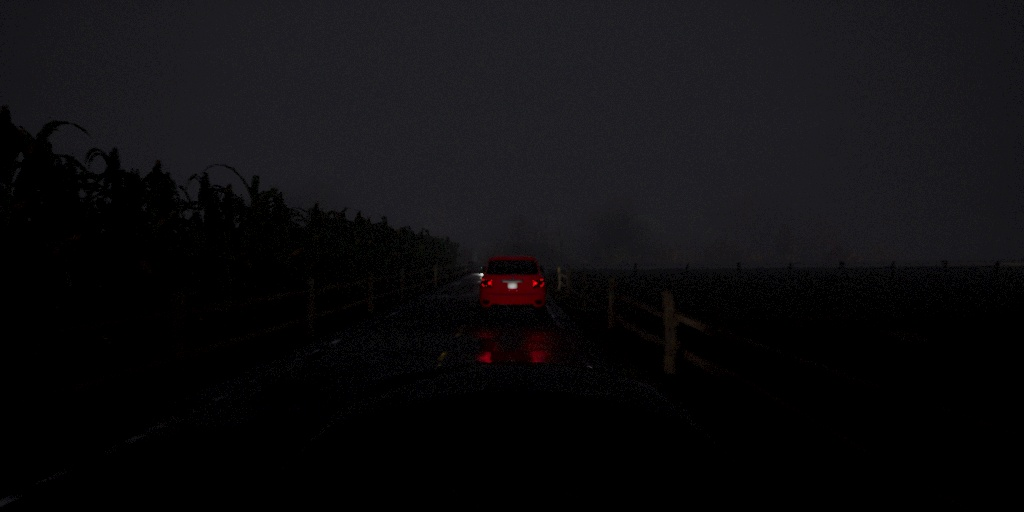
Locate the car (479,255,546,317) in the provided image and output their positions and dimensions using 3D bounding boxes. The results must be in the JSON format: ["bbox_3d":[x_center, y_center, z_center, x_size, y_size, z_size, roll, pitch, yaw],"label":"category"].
[{"bbox_3d":[0.038,0.983,13.446,2.150,2.045,5.566,0,0,0],"label":"car"}]

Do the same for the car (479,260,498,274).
[{"bbox_3d":[-2.784,1.291,43.351,1.837,1.490,4.892,0,0,0],"label":"car"}]
